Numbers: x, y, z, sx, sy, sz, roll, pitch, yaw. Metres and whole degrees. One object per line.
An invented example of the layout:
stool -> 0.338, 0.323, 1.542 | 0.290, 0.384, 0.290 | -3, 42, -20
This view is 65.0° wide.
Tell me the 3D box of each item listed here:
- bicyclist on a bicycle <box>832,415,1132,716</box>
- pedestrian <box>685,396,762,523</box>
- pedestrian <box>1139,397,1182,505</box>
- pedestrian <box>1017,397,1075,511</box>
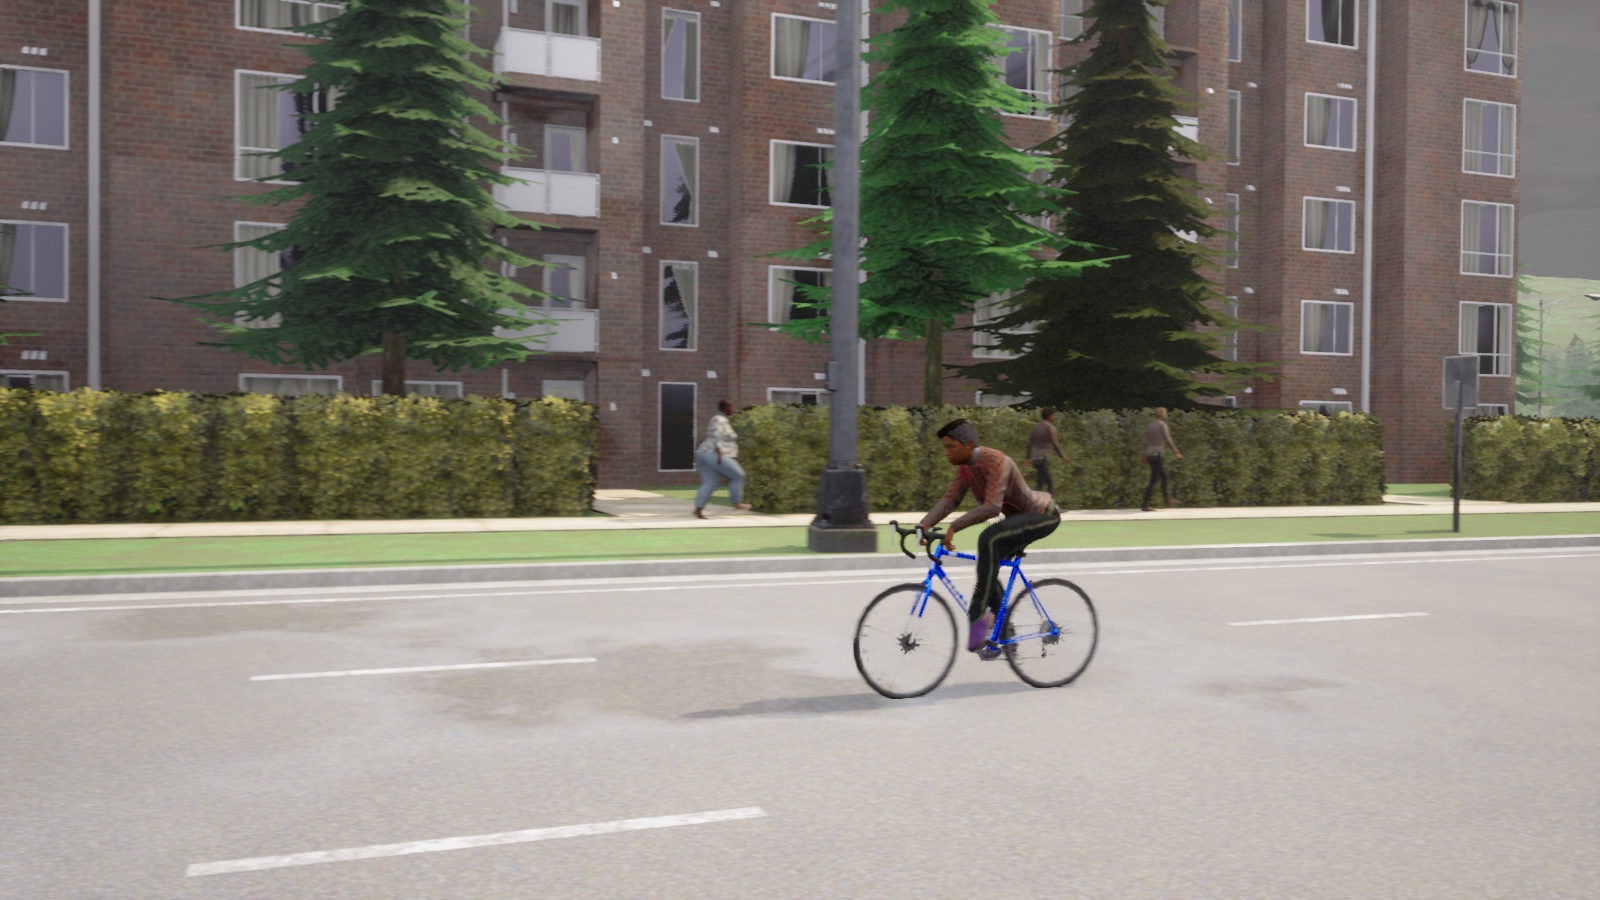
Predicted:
bicyclist on a bicycle -> 1.076, 0.619, 7.391 | 1.656, 1.620, 0.582 | -1, 1, -21
pedestrian -> -1.157, 0.132, 18.885 | 0.900, 1.855, 0.874 | -1, 1, -21
pedestrian -> 6.226, 0.007, 21.674 | 0.634, 1.846, 0.331 | -1, 1, -20
pedestrian -> 3.981, 0.054, 20.293 | 0.869, 1.805, 0.328 | -1, 1, -21
